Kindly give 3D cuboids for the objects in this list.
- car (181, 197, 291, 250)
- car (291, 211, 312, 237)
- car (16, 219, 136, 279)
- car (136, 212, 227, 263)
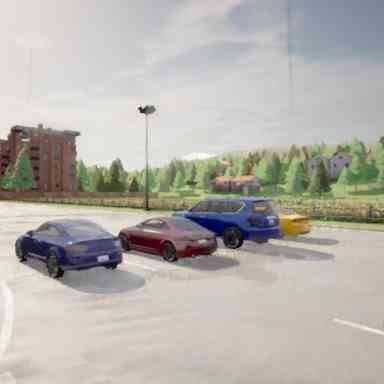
[{"bbox_3d":[1.289,1.262,15.004,2.150,2.045,5.566,0,0,-43],"label":"car"},{"bbox_3d":[3.733,1.523,17.515,1.882,1.535,5.008,0,0,-43],"label":"car"},{"bbox_3d":[-3.870,1.558,10.253,1.812,1.442,4.674,0,0,-43],"label":"car"},{"bbox_3d":[-1.031,1.599,12.362,1.994,1.385,4.181,0,0,-43],"label":"car"}]
